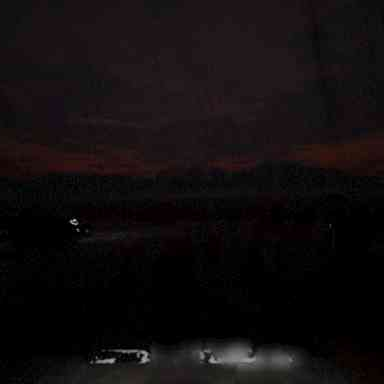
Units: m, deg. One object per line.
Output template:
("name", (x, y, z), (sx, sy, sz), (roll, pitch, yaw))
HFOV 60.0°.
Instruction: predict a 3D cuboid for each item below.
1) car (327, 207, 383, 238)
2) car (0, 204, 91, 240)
("car", (9.801, 1.555, 17.708), (4.902, 1.511, 2.128), (0, 2, 0))
("car", (-7.919, 1.525, 17.999), (4.553, 1.767, 2.097), (0, 2, 2))
